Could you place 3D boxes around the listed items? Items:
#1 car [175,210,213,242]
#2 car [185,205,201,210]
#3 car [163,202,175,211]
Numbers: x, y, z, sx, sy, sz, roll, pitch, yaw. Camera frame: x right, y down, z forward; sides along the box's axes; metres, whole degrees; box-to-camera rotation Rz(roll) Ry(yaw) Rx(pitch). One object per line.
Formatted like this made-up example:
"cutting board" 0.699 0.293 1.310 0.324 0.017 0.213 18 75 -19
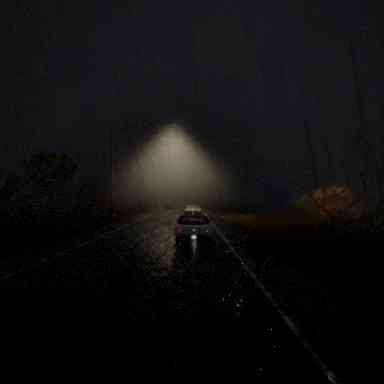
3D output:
"car" 0.102 1.888 18.146 1.895 1.301 4.718 0 -1 0
"car" 0.095 2.225 39.149 1.895 1.301 4.718 0 -1 0
"car" -3.851 2.469 57.058 1.994 1.385 4.181 0 -1 -1
